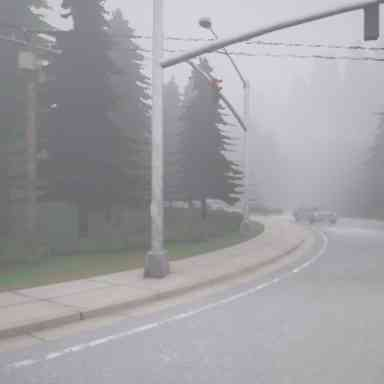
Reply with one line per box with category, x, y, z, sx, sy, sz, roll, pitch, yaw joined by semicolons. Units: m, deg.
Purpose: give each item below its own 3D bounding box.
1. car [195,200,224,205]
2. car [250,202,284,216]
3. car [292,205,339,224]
car;1.946;1.435;44.919;2.150;2.045;5.566;0;0;-37
car;7.562;1.728;35.647;2.033;1.411;5.357;0;0;-23
car;9.551;1.742;26.099;1.895;1.301;4.718;0;0;-3
